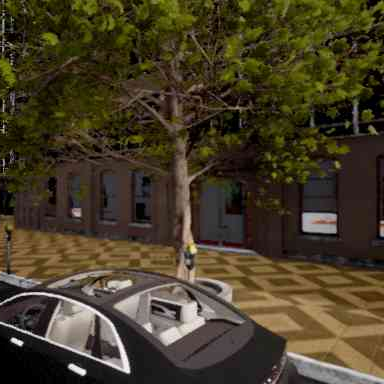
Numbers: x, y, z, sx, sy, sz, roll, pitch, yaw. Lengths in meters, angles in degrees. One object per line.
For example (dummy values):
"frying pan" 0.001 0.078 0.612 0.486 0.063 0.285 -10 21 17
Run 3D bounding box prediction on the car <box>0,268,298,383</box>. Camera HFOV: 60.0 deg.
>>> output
"car" -1.122 1.560 3.677 4.403 1.369 2.008 0 0 35
